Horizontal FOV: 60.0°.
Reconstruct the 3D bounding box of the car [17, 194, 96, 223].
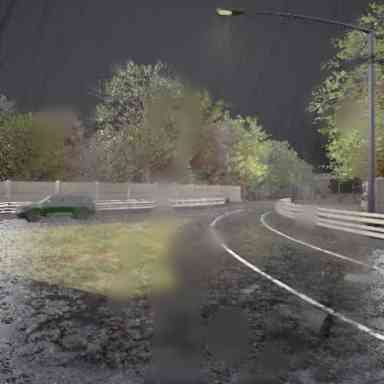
[{"bbox_3d":[-10.156,1.168,25.229,5.566,2.045,2.150,0,0,-32],"label":"car"}]
